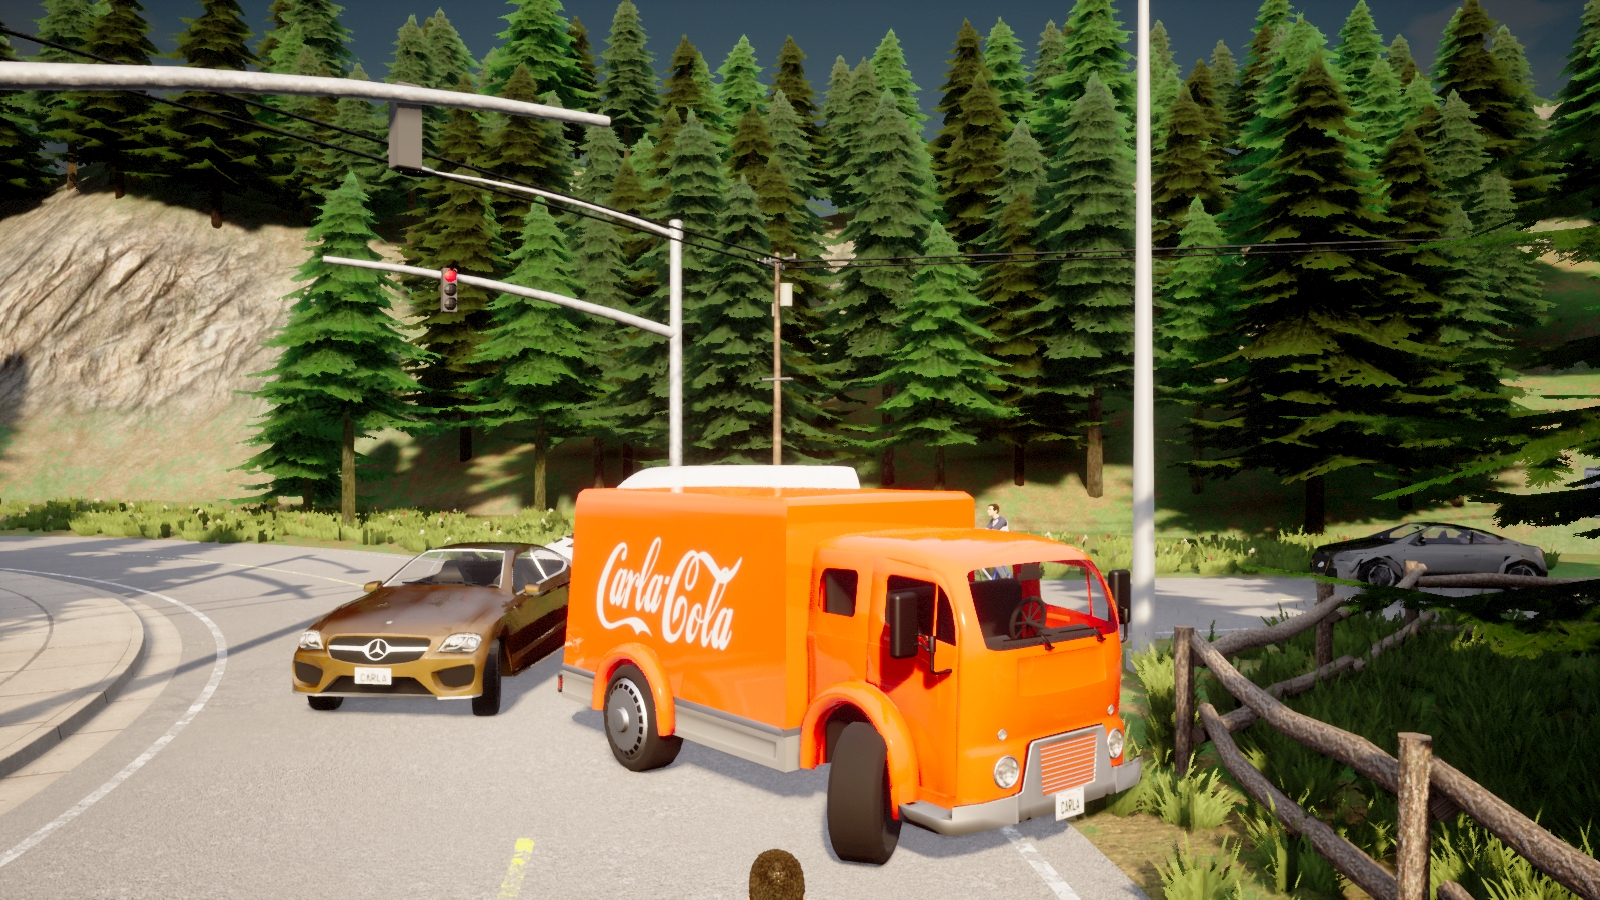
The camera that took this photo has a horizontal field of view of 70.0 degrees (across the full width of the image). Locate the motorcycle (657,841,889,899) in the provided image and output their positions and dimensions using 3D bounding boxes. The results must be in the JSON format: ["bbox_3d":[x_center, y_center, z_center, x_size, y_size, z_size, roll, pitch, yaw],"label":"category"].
[{"bbox_3d":[-0.074,2.159,3.526,0.803,1.199,2.033,0,0,-2],"label":"motorcycle"}]

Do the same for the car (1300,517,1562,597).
[{"bbox_3d":[12.589,2.119,23.051,4.181,1.385,1.994,0,0,6],"label":"car"}]

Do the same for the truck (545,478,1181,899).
[{"bbox_3d":[0.202,1.542,9.769,2.627,2.467,5.204,0,0,-39],"label":"truck"}]

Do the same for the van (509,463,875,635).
[{"bbox_3d":[-1.776,1.528,19.549,5.915,2.561,1.988,0,0,-27],"label":"van"}]

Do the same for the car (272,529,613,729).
[{"bbox_3d":[-4.038,1.970,14.038,2.152,1.651,5.027,0,0,6],"label":"car"}]
